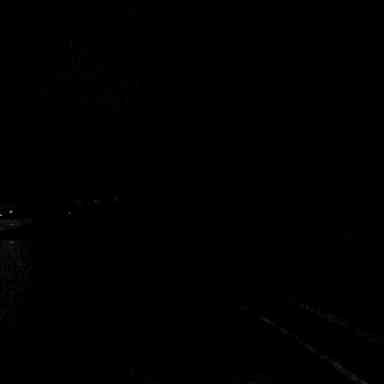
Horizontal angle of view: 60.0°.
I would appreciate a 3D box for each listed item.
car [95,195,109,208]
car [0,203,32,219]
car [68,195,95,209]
[{"bbox_3d":[-14.418,1.497,54.739,2.150,2.045,5.566,-1,0,0],"label":"car"},{"bbox_3d":[-17.819,1.861,33.469,1.812,1.442,4.674,-1,0,-1],"label":"car"},{"bbox_3d":[-17.990,1.566,53.532,2.150,2.045,5.566,-1,0,0],"label":"car"}]
